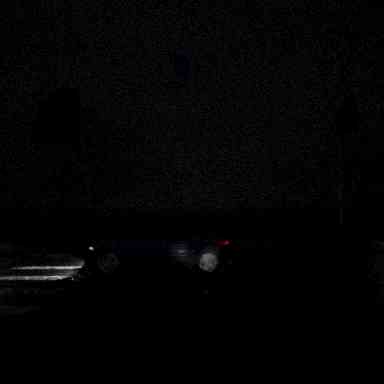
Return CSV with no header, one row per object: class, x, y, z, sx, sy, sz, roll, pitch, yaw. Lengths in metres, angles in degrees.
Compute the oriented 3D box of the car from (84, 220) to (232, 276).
car,-0.946,1.540,9.777,4.181,1.385,1.994,-1,0,1
